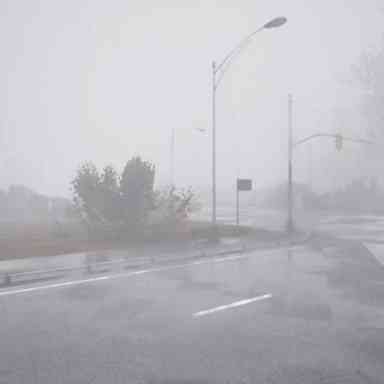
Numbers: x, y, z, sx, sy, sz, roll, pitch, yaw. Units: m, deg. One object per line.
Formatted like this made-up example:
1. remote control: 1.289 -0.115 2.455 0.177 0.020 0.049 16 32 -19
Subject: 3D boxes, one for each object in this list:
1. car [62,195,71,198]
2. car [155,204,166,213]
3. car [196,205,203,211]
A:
1. car: -29.860 1.520 81.266 1.994 1.385 4.181 0 0 -37
2. car: -3.314 1.541 36.002 1.994 1.385 4.181 0 0 -39
3. car: -0.793 1.477 38.453 1.837 1.490 4.892 0 0 -39
